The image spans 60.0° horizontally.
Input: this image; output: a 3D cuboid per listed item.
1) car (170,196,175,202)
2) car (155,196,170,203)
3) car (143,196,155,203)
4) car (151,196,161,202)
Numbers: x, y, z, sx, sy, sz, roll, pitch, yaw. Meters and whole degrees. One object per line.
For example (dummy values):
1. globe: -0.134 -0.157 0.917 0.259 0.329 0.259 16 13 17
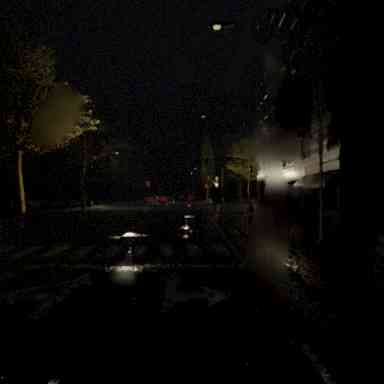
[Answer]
1. car: -6.485 1.925 89.524 2.033 1.411 5.357 0 -1 0
2. car: -6.487 1.681 73.816 1.882 1.535 5.008 0 -1 0
3. car: -9.737 1.681 73.817 1.882 1.535 5.008 0 -1 0
4. car: -9.735 1.910 89.524 2.128 1.511 4.902 0 -1 0
